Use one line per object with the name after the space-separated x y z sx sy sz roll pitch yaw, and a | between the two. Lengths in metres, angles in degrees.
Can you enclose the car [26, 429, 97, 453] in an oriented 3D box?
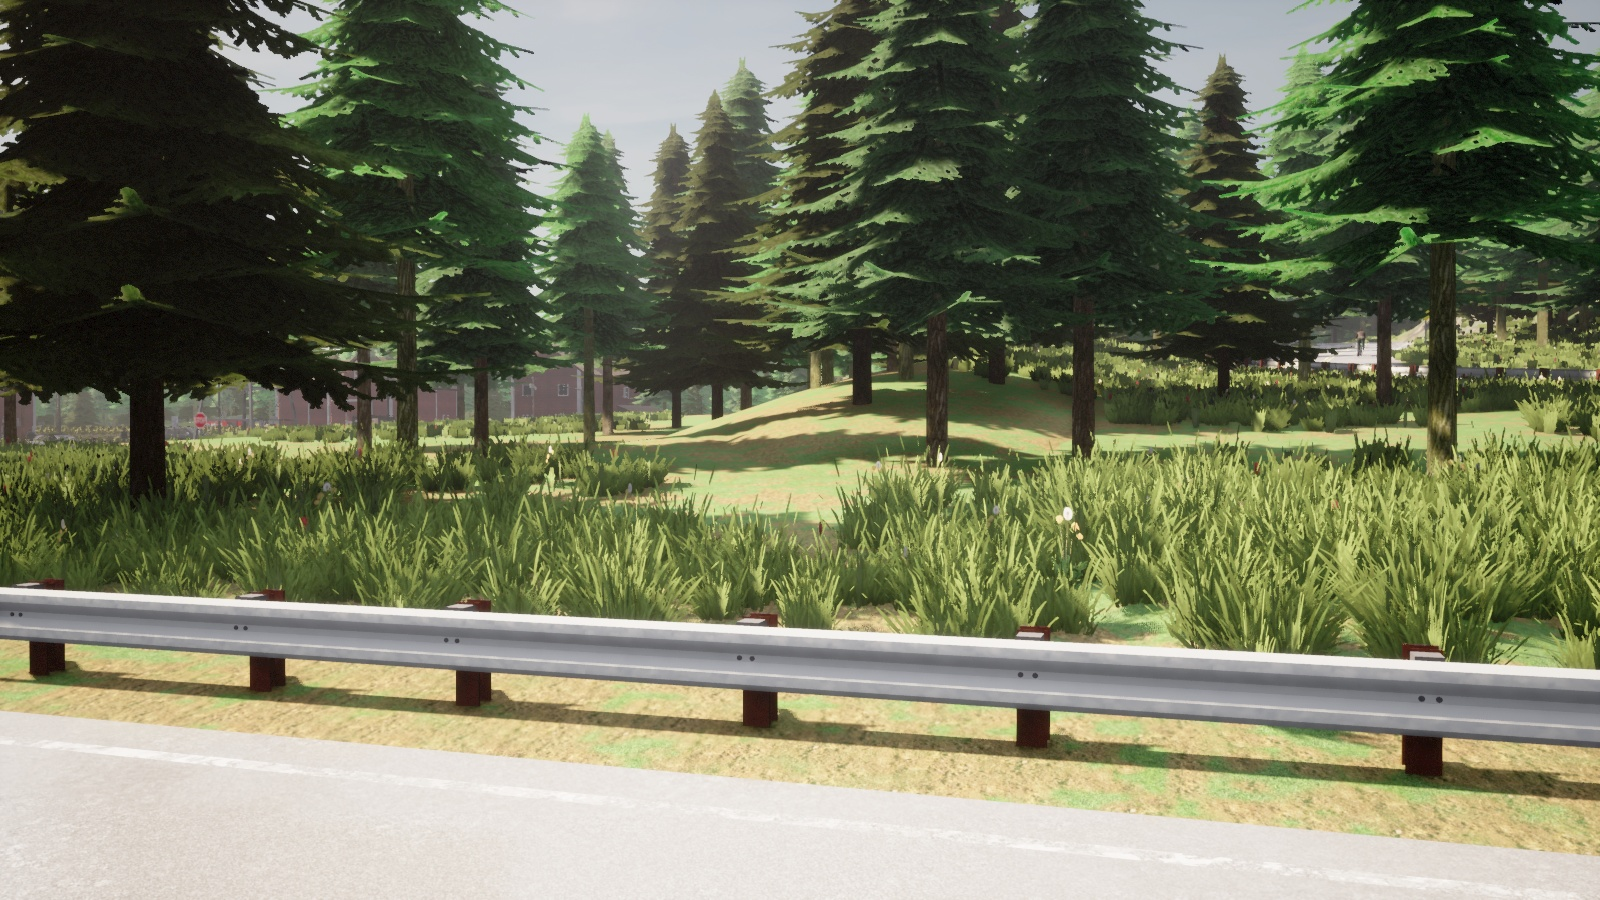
-46.704 -0.580 79.436 3.633 1.501 1.845 1 1 16 | car
